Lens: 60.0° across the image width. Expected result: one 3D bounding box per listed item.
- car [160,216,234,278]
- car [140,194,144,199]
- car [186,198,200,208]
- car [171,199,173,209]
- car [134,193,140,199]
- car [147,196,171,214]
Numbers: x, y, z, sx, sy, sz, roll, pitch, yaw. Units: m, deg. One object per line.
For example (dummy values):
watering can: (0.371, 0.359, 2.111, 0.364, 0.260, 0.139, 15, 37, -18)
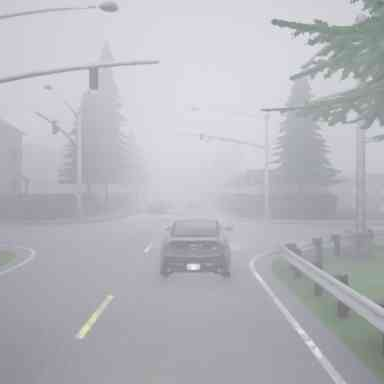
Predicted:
car: (0.204, 1.504, 10.210, 1.837, 1.490, 4.892, -1, 0, 4)
car: (-16.143, 1.372, 93.111, 3.806, 1.475, 1.970, 0, 0, 0)
car: (0.122, 1.569, 49.258, 1.994, 1.385, 4.181, 0, 0, 0)
car: (-3.565, 1.483, 45.176, 1.882, 1.535, 5.008, 0, 0, 0)
car: (-16.736, 1.088, 89.783, 3.866, 1.878, 1.905, 0, 0, 0)
car: (-3.575, 1.509, 34.733, 1.837, 1.490, 4.892, 0, 0, 0)
